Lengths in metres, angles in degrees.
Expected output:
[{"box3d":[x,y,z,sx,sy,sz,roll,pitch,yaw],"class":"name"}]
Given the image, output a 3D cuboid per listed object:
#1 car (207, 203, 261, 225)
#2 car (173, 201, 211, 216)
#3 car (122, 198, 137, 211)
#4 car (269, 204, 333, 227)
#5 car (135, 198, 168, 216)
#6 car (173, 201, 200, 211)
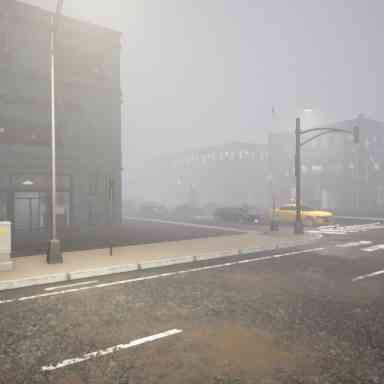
[{"box3d":[3.529,1.813,26.592,1.947,1.339,4.313,-2,0,-35],"class":"car"},{"box3d":[-0.287,1.904,36.660,1.994,1.385,4.181,-1,0,-35],"class":"car"},{"box3d":[-9.108,2.002,49.115,2.128,1.511,4.902,-1,0,-35],"class":"car"},{"box3d":[7.995,1.652,24.730,1.882,1.535,5.008,-1,0,-33],"class":"car"},{"box3d":[-4.416,1.845,37.971,1.967,1.590,4.097,-1,0,-35],"class":"car"},{"box3d":[-0.790,1.964,47.340,1.802,1.307,4.206,-2,0,-35],"class":"car"}]
